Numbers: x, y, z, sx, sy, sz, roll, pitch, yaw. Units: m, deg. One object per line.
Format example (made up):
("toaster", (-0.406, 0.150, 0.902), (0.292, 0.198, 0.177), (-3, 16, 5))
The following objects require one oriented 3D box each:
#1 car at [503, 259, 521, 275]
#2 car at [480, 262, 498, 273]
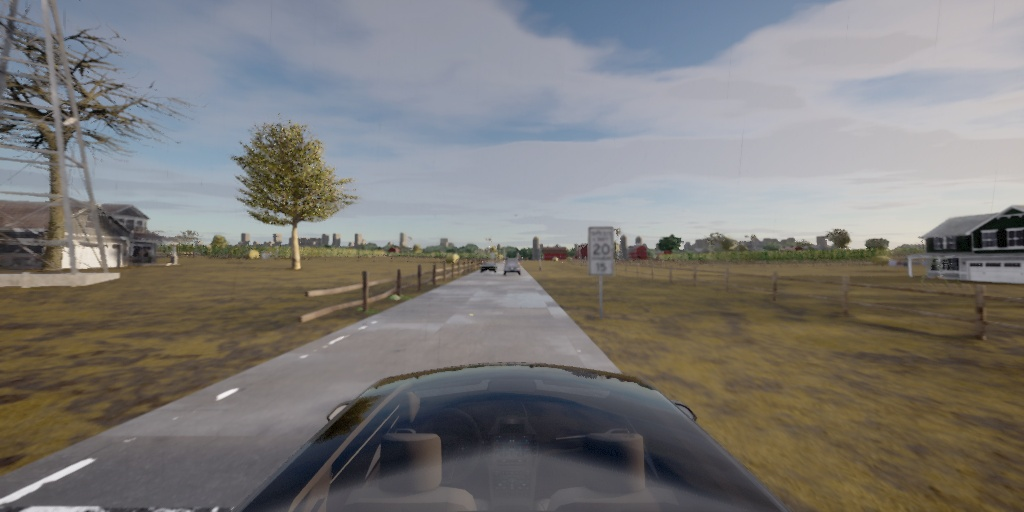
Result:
("car", (0.013, 1.275, 37.882), (2.033, 1.411, 5.357), (0, 0, 0))
("car", (-2.736, 1.328, 42.858), (1.895, 1.301, 4.718), (0, 0, 0))
